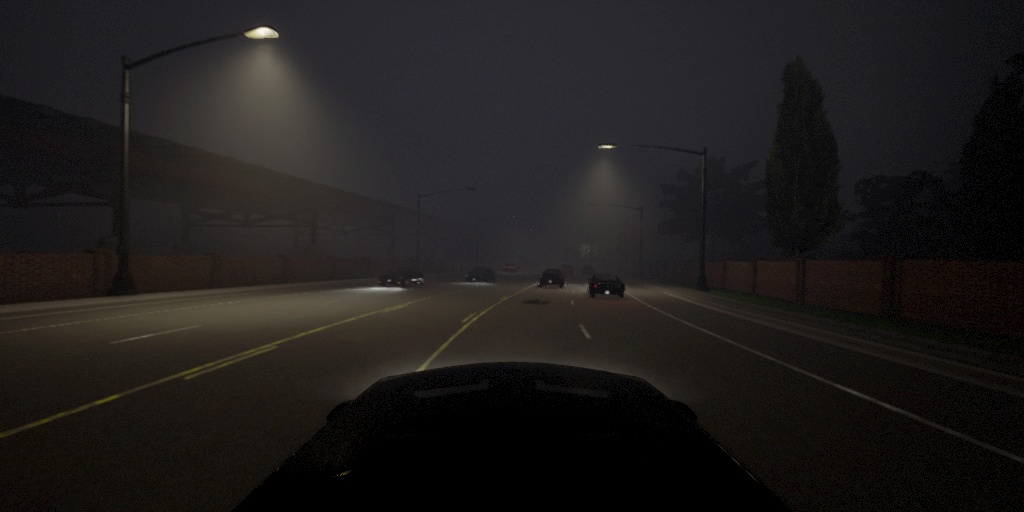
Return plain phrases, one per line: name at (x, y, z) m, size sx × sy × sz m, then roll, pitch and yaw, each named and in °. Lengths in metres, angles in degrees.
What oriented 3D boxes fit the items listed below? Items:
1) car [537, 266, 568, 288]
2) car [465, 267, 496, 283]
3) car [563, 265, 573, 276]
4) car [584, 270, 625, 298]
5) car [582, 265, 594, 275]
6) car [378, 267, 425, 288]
car at (3.320, 1.766, 29.186) m, size 1.812 × 1.442 × 4.674 m, roll 1°, pitch -1°, yaw 11°
car at (-2.885, 1.764, 34.618) m, size 2.033 × 1.411 × 5.357 m, roll 1°, pitch -1°, yaw 11°
car at (8.974, 2.260, 58.903) m, size 2.097 × 1.767 × 4.553 m, roll 1°, pitch -1°, yaw 11°
car at (5.633, 1.754, 21.924) m, size 1.895 × 1.301 × 4.718 m, roll 1°, pitch -1°, yaw 10°
car at (12.902, 2.376, 60.878) m, size 2.097 × 1.767 × 4.553 m, roll 1°, pitch -1°, yaw 11°
car at (-7.993, 1.522, 26.320) m, size 1.994 × 1.385 × 4.181 m, roll 1°, pitch -1°, yaw 11°
